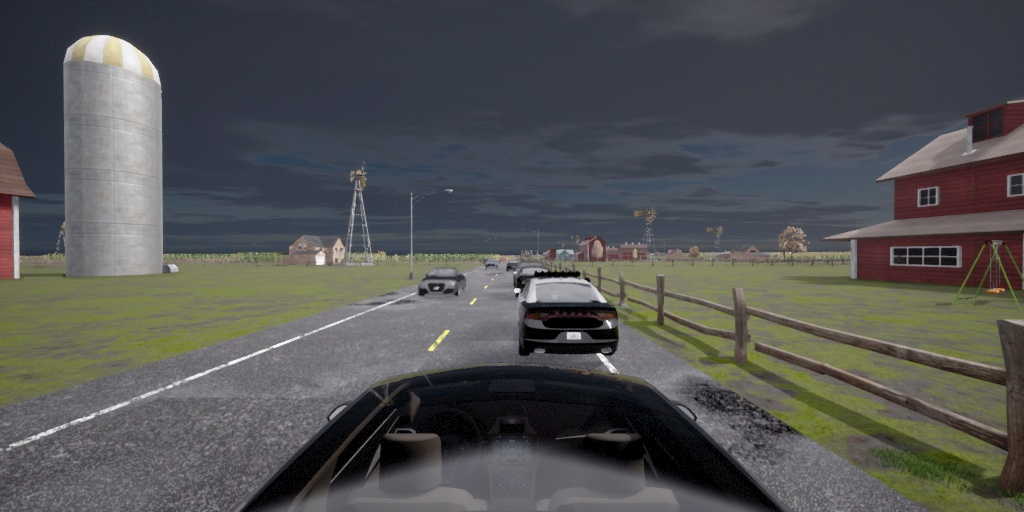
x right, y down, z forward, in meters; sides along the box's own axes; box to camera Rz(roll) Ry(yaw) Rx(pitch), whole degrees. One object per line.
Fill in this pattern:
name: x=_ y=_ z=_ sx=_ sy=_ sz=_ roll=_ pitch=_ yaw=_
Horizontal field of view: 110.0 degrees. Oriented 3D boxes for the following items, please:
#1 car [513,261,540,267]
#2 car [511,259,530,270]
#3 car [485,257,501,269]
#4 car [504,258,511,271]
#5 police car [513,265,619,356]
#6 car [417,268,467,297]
car: x=1.116 y=1.230 z=18.662 sx=1.882 sy=1.535 sz=5.008 roll=0 pitch=0 yaw=0
car: x=1.137 y=1.107 z=24.633 sx=2.097 sy=1.767 sz=4.553 roll=0 pitch=0 yaw=0
car: x=-3.359 y=1.161 z=60.199 sx=2.097 sy=1.767 sz=4.553 roll=0 pitch=0 yaw=0
car: x=0.230 y=1.263 z=48.316 sx=1.882 sy=1.535 sz=5.008 roll=0 pitch=0 yaw=0
police car: x=1.079 y=1.174 z=8.771 sx=1.930 sy=1.638 sz=5.238 roll=0 pitch=0 yaw=0
car: x=-3.536 y=1.316 z=18.809 sx=1.994 sy=1.385 sz=4.181 roll=0 pitch=0 yaw=0
